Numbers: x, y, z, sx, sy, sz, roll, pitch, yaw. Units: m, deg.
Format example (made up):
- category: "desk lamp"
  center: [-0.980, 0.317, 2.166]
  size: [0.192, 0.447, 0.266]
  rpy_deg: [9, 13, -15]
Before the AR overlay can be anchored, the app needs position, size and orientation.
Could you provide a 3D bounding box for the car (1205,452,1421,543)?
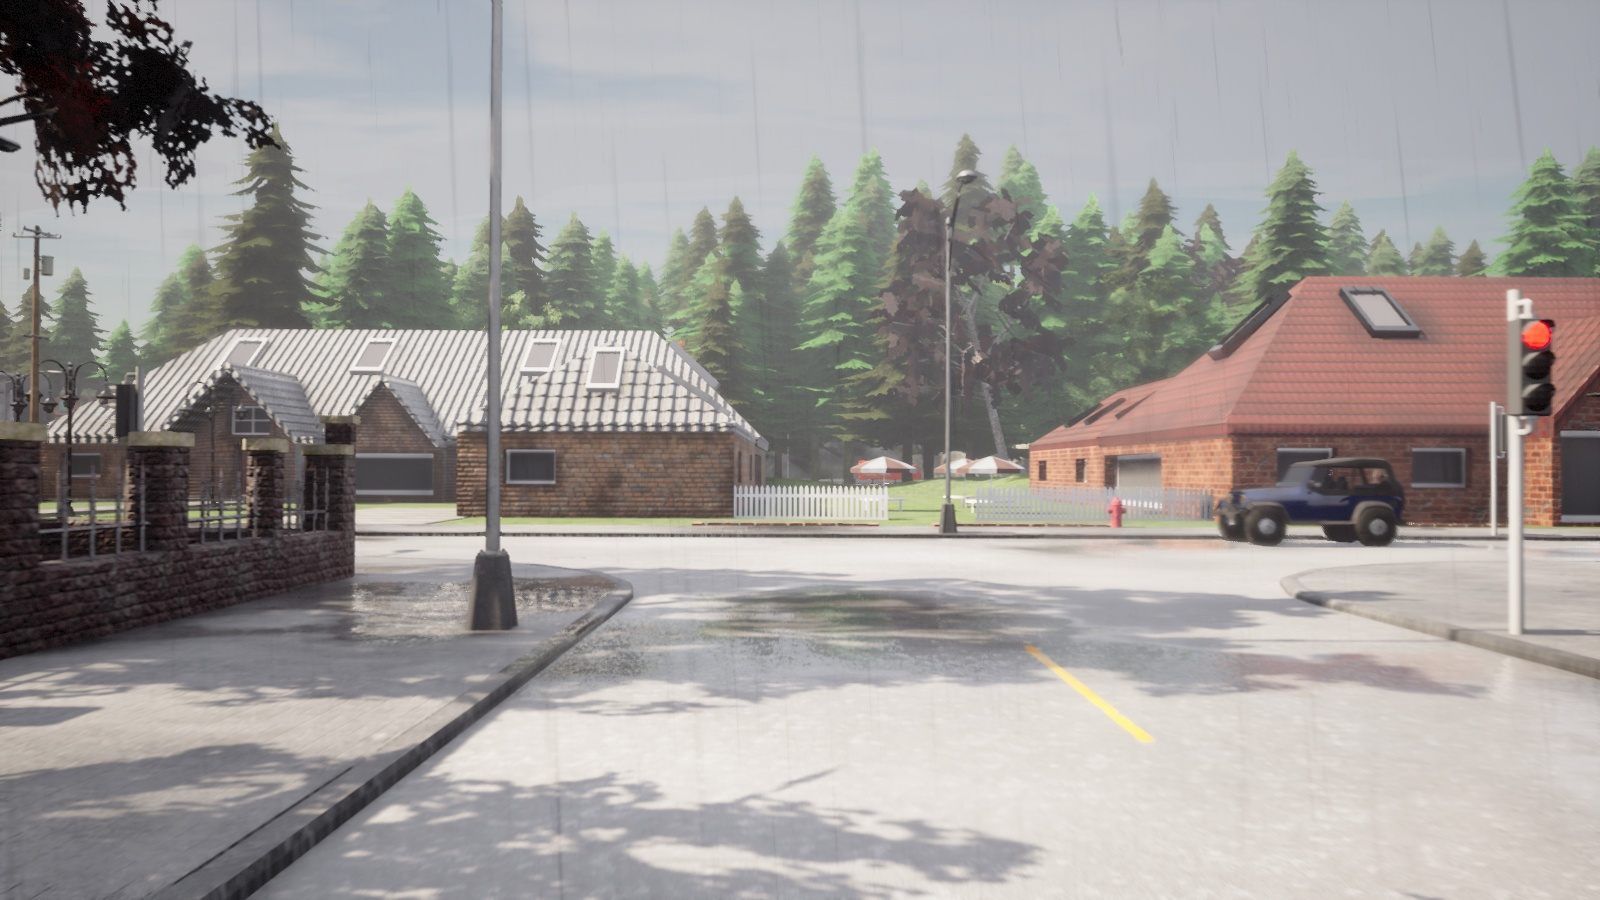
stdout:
- category: "car"
  center: [10.996, 1.006, 27.104]
  size: [3.866, 1.878, 1.905]
  rpy_deg: [0, -1, 0]
